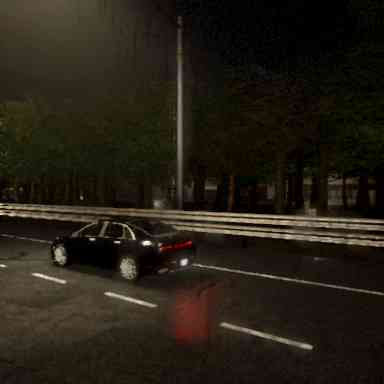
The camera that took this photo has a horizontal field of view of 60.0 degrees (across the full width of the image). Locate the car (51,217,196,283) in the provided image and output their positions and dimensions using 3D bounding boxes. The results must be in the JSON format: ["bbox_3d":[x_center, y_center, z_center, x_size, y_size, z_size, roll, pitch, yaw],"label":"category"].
[{"bbox_3d":[-2.167,1.505,9.720,4.892,1.490,1.837,0,0,36],"label":"car"}]
